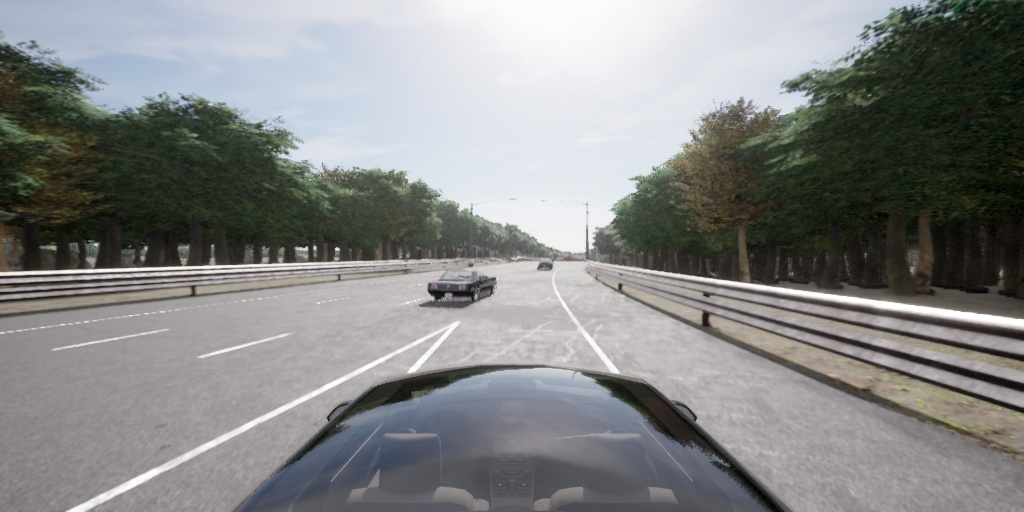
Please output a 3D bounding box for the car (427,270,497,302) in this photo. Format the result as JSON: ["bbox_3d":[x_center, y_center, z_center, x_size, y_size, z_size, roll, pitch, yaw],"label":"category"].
[{"bbox_3d":[-2.090,1.278,16.626,1.895,1.301,4.718,0,0,12],"label":"car"}]

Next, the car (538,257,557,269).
[{"bbox_3d":[4.747,1.078,49.613,1.812,1.442,4.674,0,0,12],"label":"car"}]
